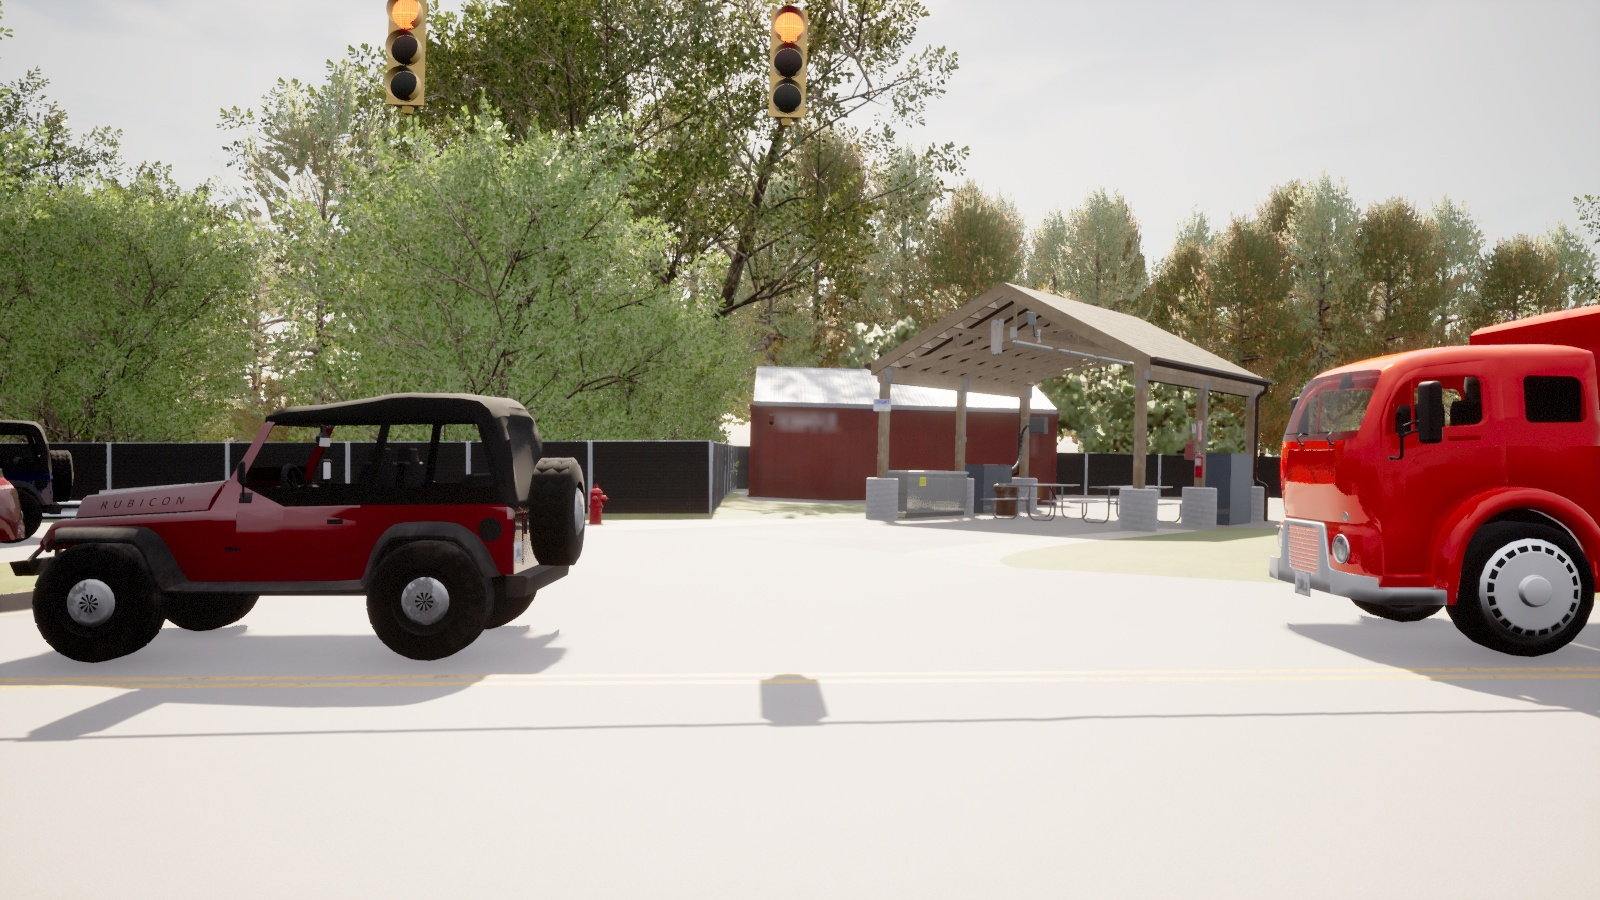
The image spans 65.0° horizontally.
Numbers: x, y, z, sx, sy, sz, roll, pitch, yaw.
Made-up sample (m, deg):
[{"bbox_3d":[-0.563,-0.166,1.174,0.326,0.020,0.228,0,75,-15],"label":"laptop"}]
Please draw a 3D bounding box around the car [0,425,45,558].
[{"bbox_3d":[-12.019,0.471,14.677,2.152,1.651,5.027,1,0,41],"label":"car"}]

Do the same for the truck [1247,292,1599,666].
[{"bbox_3d":[6.484,0.191,9.585,5.204,2.467,2.627,0,0,1],"label":"truck"}]

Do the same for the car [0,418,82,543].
[{"bbox_3d":[-13.277,0.428,19.139,3.866,1.878,1.905,1,1,-36],"label":"car"}]

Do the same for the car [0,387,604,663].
[{"bbox_3d":[-3.577,0.518,9.586,3.866,1.878,1.905,0,0,0],"label":"car"}]
